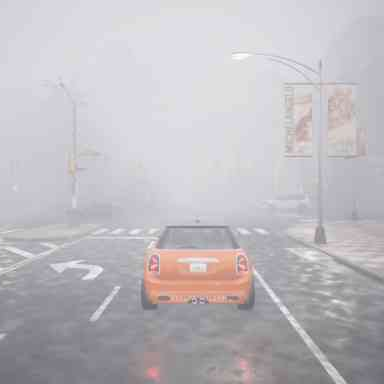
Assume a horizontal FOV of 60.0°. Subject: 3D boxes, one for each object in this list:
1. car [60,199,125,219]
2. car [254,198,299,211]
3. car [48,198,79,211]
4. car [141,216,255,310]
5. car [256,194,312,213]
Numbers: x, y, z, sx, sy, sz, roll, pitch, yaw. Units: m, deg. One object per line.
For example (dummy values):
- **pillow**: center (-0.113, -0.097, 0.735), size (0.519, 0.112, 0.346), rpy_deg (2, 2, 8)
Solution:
- **car**: center (-8.569, 1.547, 29.838), size (2.033, 1.411, 5.357), rpy_deg (0, 0, 38)
- **car**: center (10.102, 1.506, 39.916), size (4.892, 1.490, 1.837), rpy_deg (0, 0, 1)
- **car**: center (-14.824, 1.491, 40.165), size (4.902, 1.511, 2.128), rpy_deg (0, 0, 1)
- **car**: center (0.112, 1.352, 7.994), size (2.097, 1.767, 4.553), rpy_deg (0, 0, 0)
- **car**: center (10.203, 1.219, 36.407), size (5.566, 2.045, 2.150), rpy_deg (0, 0, 0)
